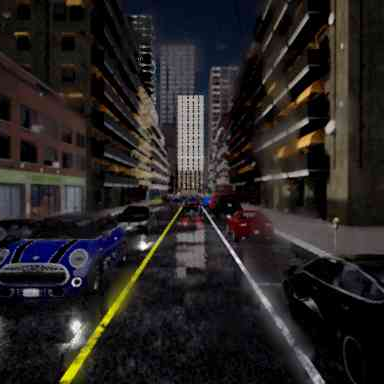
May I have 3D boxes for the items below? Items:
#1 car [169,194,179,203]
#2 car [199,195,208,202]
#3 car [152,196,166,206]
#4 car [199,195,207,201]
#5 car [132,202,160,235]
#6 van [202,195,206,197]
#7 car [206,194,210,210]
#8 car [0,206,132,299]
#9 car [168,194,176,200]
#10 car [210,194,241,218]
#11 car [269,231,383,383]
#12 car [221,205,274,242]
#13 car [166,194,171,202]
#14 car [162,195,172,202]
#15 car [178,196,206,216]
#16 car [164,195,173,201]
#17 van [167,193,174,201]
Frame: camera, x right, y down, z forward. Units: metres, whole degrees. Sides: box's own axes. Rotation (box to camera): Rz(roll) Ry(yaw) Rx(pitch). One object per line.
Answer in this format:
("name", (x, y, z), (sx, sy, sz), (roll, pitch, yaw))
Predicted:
("car", (-2.996, 1.588, 66.940), (1.895, 1.301, 4.718), (0, 0, 0))
("car", (2.689, 1.507, 76.821), (2.008, 1.369, 4.403), (-1, 0, 0))
("car", (-5.694, 1.489, 54.571), (1.752, 1.417, 4.829), (0, 0, 0))
("car", (2.690, 1.505, 82.344), (2.008, 1.369, 4.403), (-1, 0, 0))
("car", (-3.087, 1.510, 18.855), (1.812, 1.442, 4.674), (0, 0, 0))
("van", (2.686, 1.304, 54.728), (1.690, 1.788, 3.998), (-1, 0, 0))
("car", (3.110, 1.191, 37.091), (2.150, 2.045, 5.566), (0, 0, 0))
("car", (-3.095, 1.344, 8.643), (2.097, 1.767, 4.553), (0, 0, 0))
("car", (-5.691, 1.394, 93.406), (1.967, 1.590, 4.097), (-1, 0, 0))
("car", (3.109, 1.203, 30.091), (2.150, 2.045, 5.566), (0, 0, 0))
("car", (2.684, 1.561, 5.017), (1.947, 1.339, 4.313), (0, 0, 0))
("car", (2.685, 1.530, 16.064), (1.887, 1.381, 4.507), (0, 0, 0))
("car", (-5.691, 1.524, 71.311), (1.947, 1.339, 4.313), (0, 0, 0))
("car", (-5.691, 1.501, 76.835), (1.887, 1.381, 4.507), (-1, 0, 0))
("car", (0.026, 1.467, 32.054), (2.128, 1.511, 4.902), (0, 0, 1))
("car", (-5.691, 1.500, 82.359), (1.887, 1.381, 4.507), (-1, 0, 0))
("van", (-5.693, 1.296, 87.882), (1.690, 1.788, 3.998), (-1, 0, 0))
